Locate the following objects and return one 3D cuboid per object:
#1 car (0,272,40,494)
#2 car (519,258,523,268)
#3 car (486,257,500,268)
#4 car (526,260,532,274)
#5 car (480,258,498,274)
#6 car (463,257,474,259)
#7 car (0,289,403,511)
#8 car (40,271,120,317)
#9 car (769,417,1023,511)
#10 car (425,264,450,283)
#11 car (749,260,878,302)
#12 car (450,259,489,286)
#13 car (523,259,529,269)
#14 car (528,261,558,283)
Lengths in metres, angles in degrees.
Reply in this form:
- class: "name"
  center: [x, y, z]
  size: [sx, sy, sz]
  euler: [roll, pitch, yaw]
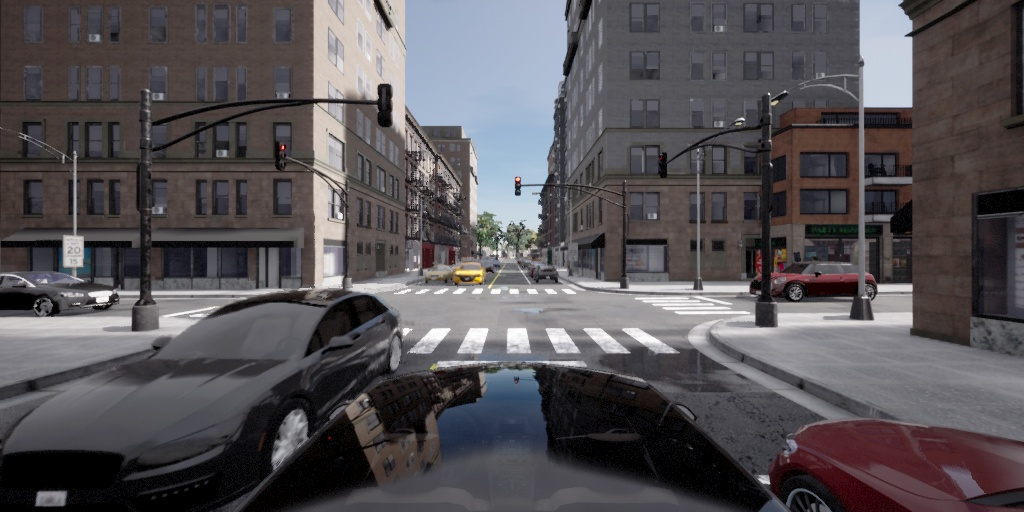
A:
- class: "car"
  center: [-5.398, 1.065, 0.745]
  size: [2.192, 1.841, 5.009]
  euler: [0, 0, 0]
- class: "car"
  center: [2.484, 1.299, 55.184]
  size: [2.007, 1.370, 4.403]
  euler: [0, 0, 0]
- class: "car"
  center: [-2.936, 1.297, 60.280]
  size: [2.033, 1.411, 5.357]
  euler: [0, 0, 0]
- class: "car"
  center: [2.547, 1.293, 33.257]
  size: [1.888, 1.381, 4.507]
  euler: [0, 0, 0]
- class: "car"
  center: [-2.957, 1.254, 40.703]
  size: [1.837, 1.490, 4.892]
  euler: [0, 0, 0]
- class: "car"
  center: [-5.531, 1.063, 44.198]
  size: [2.192, 1.841, 5.009]
  euler: [0, 0, 0]
- class: "car"
  center: [-2.860, 1.255, 4.647]
  size: [1.837, 1.490, 4.892]
  euler: [0, 0, 0]
- class: "car"
  center: [-17.101, 1.308, 12.882]
  size: [4.902, 1.511, 2.128]
  euler: [0, 0, 1]
- class: "car"
  center: [2.641, 1.332, 0.767]
  size: [1.802, 1.307, 4.207]
  euler: [0, 0, 0]
- class: "car"
  center: [-5.490, 1.273, 27.582]
  size: [1.751, 1.417, 4.829]
  euler: [0, 0, 0]
- class: "car"
  center: [13.218, 1.034, 15.958]
  size: [4.553, 1.767, 2.097]
  euler: [0, 0, 0]
- class: "car"
  center: [-2.920, 1.226, 25.597]
  size: [1.882, 1.535, 5.008]
  euler: [0, 0, 0]
- class: "car"
  center: [2.532, 1.299, 38.739]
  size: [2.007, 1.370, 4.403]
  euler: [0, 0, 0]
- class: "car"
  center: [2.563, 1.298, 27.775]
  size: [2.007, 1.370, 4.403]
  euler: [0, 0, 0]
